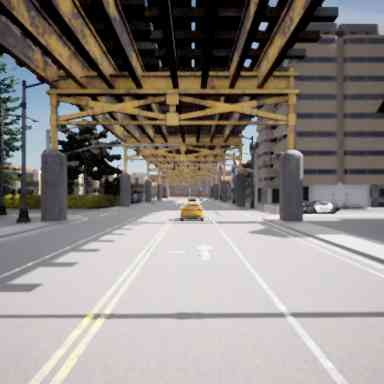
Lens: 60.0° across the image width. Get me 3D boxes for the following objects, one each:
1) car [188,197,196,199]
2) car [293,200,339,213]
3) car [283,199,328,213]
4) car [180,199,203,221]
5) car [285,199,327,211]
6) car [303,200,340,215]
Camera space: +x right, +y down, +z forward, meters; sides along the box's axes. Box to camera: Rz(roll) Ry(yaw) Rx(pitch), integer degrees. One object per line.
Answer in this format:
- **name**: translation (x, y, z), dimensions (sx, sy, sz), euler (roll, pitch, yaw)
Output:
- **car**: translation (0.004, 1.833, 77.713), dimensions (1.895, 1.301, 4.718), euler (0, 0, 0)
- **car**: translation (13.313, 1.505, 35.693), dimensions (4.536, 1.218, 1.853), euler (0, 0, -20)
- **car**: translation (13.591, 1.684, 39.833), dimensions (4.974, 1.542, 2.038), euler (0, 0, 25)
- **car**: translation (-0.022, 1.656, 29.526), dimensions (1.882, 1.535, 5.008), euler (0, 0, -1)
- **car**: translation (13.638, 1.526, 39.812), dimensions (4.536, 1.218, 1.853), euler (0, 0, 25)
- **car**: translation (13.264, 1.663, 35.674), dimensions (4.974, 1.542, 2.038), euler (0, 0, -20)
